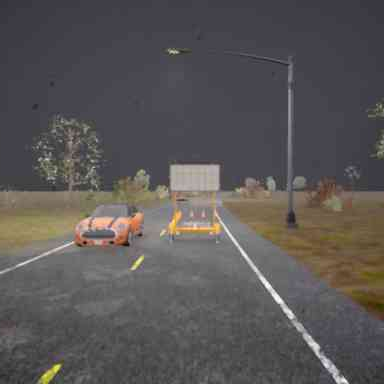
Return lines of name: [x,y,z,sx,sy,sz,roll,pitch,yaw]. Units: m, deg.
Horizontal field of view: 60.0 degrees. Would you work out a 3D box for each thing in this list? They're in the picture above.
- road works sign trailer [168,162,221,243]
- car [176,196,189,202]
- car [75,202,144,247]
road works sign trailer: [0.137,0.394,15.723,2.380,3.560,2.880,0,0,1]
car: [-1.677,1.343,56.101,1.895,1.301,4.718,0,0,4]
car: [-3.446,1.285,14.609,2.097,1.767,4.553,0,0,1]
